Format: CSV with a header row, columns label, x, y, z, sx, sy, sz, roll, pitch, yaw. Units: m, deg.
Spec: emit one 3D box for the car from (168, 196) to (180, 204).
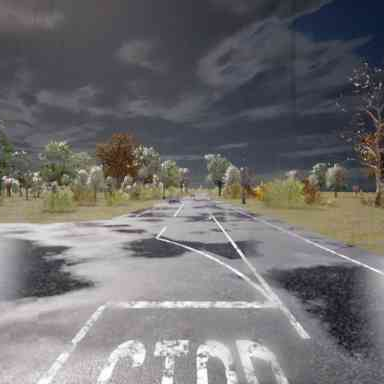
label,x,y,z,sx,sy,sz,roll,pitch,yaw
car,-3.321,1.490,62.669,1.994,1.385,4.181,0,0,0
